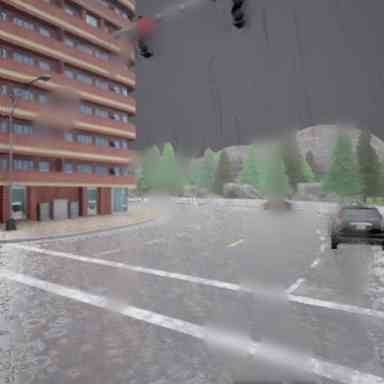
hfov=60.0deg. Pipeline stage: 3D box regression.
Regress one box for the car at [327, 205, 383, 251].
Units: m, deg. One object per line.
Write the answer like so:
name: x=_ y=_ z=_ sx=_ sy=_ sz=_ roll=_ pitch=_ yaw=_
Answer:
car: x=7.024 y=1.338 z=14.356 sx=2.097 sy=1.767 sz=4.553 roll=0 pitch=0 yaw=20

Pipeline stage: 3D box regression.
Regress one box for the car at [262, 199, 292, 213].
car: x=9.657 y=1.498 z=38.074 sx=1.882 sy=1.535 sz=5.008 roll=0 pitch=0 yaw=-9
